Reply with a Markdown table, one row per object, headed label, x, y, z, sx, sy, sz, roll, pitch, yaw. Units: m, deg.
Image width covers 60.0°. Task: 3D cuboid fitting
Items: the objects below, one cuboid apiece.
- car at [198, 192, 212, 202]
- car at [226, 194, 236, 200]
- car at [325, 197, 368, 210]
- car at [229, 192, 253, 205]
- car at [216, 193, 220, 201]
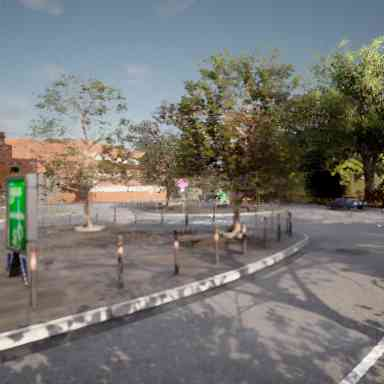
| label | x | y | z | sx | sy | sz | roll | pitch | yaw |
| --- | --- | --- | --- | --- | --- | --- | --- | --- | --- |
| car | 2.491 | 1.374 | 69.103 | 1.837 | 1.490 | 4.892 | 0 | 0 | -4 |
| car | 10.452 | 1.373 | 88.403 | 1.812 | 1.442 | 4.674 | 0 | 0 | 16 |
| car | 17.175 | 1.260 | 37.235 | 2.033 | 1.411 | 5.357 | 0 | 0 | -11 |
| car | 7.938 | 1.246 | 53.287 | 1.882 | 1.535 | 5.008 | -1 | 0 | -22 |
| car | 7.688 | 1.469 | 78.754 | 1.895 | 1.301 | 4.718 | 0 | 0 | 16 |
